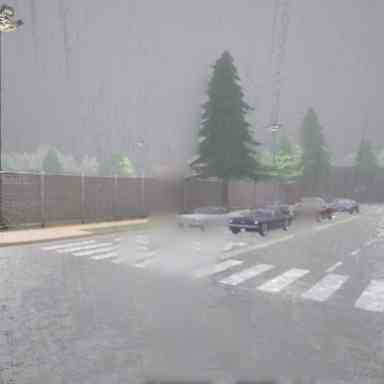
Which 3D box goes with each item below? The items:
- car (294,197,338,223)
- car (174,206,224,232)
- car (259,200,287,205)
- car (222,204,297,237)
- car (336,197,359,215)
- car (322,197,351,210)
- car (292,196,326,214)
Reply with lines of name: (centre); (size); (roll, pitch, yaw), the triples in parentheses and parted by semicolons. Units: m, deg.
car: (9.404, 1.432, 25.655); (1.882, 1.535, 5.008); (0, 0, 37)
car: (0.988, 1.572, 20.319); (1.895, 1.301, 4.718); (0, 0, 37)
car: (6.493, 1.446, 27.605); (2.128, 1.511, 4.902); (0, 0, 37)
car: (3.837, 1.572, 18.282); (1.895, 1.301, 4.718); (0, 0, 37)
car: (15.638, 1.462, 33.826); (1.812, 1.442, 4.674); (0, 0, 38)
car: (19.015, 1.411, 43.613); (2.128, 1.511, 4.902); (0, 0, 40)
car: (12.595, 1.290, 35.599); (2.097, 1.767, 4.553); (0, 0, 38)
